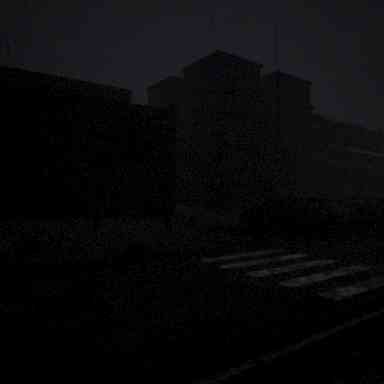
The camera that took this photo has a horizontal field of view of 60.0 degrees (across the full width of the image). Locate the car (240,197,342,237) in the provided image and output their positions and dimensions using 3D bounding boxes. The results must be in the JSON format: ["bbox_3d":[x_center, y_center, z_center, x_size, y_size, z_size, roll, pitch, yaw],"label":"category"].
[{"bbox_3d":[5.253,1.317,19.276,2.435,2.045,5.566,0,0,-35],"label":"car"}]

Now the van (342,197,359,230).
[{"bbox_3d":[7.602,1.358,20.763,1.878,1.987,4.442,0,0,-35],"label":"van"}]

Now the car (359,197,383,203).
[{"bbox_3d":[12.053,1.356,24.099,2.435,2.045,5.566,0,0,-35],"label":"car"}]

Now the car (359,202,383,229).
[{"bbox_3d":[9.920,1.627,22.517,2.163,1.488,4.792,0,0,-35],"label":"car"}]
